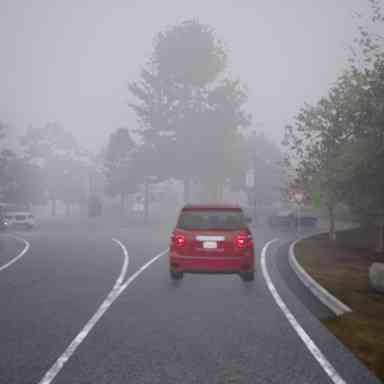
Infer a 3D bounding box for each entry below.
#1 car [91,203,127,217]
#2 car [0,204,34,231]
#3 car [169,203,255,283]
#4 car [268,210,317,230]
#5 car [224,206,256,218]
[{"bbox_3d":[-13.004,2.781,51.978,5.566,2.045,2.150,0,-3,-35],"label":"car"},{"bbox_3d":[-14.627,1.960,26.678,5.566,2.045,2.150,-2,-3,45],"label":"car"},{"bbox_3d":[0.693,1.356,10.258,2.150,2.045,5.566,0,-1,6],"label":"car"},{"bbox_3d":[8.269,2.233,27.096,5.008,1.535,1.882,2,-3,-39],"label":"car"},{"bbox_3d":[7.333,3.047,51.335,4.553,1.767,2.097,-2,-3,44],"label":"car"}]
